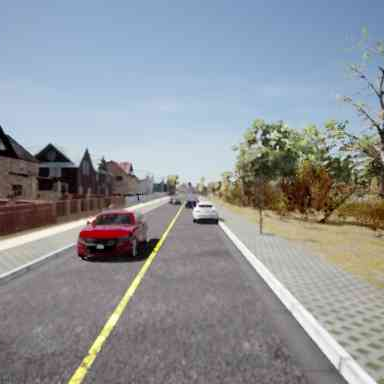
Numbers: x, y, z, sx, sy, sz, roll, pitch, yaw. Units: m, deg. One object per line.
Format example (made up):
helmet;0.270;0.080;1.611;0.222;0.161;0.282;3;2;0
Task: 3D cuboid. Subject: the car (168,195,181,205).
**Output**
car;-2.793;1.321;54.853;2.128;1.511;4.902;0;0;0

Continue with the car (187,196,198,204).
car;0.016;1.416;59.347;1.895;1.301;4.718;0;0;0

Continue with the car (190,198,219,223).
car;0.967;1.453;24.833;1.812;1.442;4.674;0;0;0

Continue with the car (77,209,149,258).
car;-2.846;1.441;12.835;1.882;1.535;5.008;0;0;0

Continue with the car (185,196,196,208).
car;0.020;1.410;45.513;2.033;1.411;5.357;0;0;0
